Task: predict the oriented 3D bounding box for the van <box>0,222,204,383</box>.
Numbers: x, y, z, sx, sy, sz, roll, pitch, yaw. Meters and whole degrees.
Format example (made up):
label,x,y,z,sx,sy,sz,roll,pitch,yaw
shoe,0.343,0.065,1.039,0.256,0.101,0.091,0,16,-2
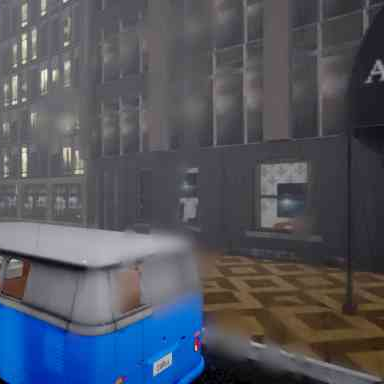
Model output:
label,x,y,z,sx,sy,sz,roll,pitch,yaw
van,-1.774,1.341,4.131,3.998,1.788,1.690,0,0,35
